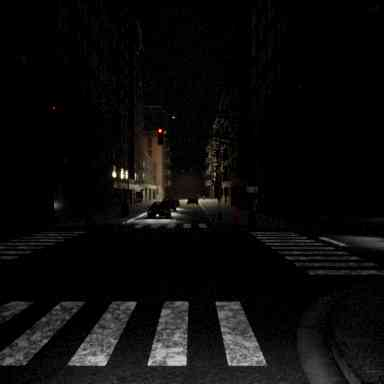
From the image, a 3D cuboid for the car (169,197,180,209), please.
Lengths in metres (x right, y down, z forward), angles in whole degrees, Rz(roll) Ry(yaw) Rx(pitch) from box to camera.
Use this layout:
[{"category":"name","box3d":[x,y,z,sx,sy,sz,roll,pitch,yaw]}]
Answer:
[{"category":"car","box3d":[-2.835,1.481,39.988,2.128,1.511,4.902,0,0,0]}]

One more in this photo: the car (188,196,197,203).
[{"category":"car","box3d":[0.112,1.490,69.958,1.812,1.442,4.674,0,0,0]}]

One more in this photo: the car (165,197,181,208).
[{"category":"car","box3d":[-2.835,1.474,50.189,2.128,1.511,4.902,0,0,0]}]

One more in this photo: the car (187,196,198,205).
[{"category":"car","box3d":[0.109,1.453,59.122,1.882,1.535,5.008,0,0,0]}]

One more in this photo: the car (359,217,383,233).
[{"category":"car","box3d":[11.637,1.554,17.861,4.829,1.417,1.752,0,0,0]}]

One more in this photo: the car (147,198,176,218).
[{"category":"car","box3d":[-2.840,1.541,30.166,2.033,1.411,5.357,0,0,0]}]
